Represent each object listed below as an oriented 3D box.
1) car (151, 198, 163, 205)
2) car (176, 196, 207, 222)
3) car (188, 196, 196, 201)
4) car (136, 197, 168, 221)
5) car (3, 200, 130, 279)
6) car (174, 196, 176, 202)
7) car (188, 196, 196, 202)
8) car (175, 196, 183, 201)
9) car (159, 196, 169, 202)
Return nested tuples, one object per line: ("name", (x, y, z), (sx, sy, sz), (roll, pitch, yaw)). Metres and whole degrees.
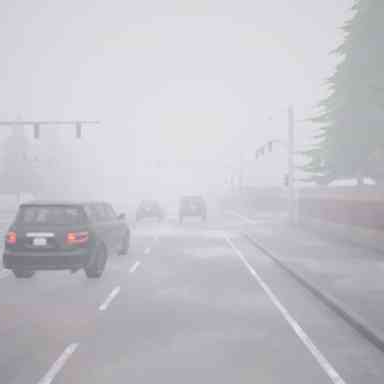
("car", (-7.018, 1.854, 67.735), (1.895, 1.301, 4.718), (0, 0, 0))
("car", (0.082, 1.320, 27.767), (2.150, 2.045, 5.566), (0, 0, 0))
("car", (-0.024, 1.786, 92.236), (1.994, 1.385, 4.181), (0, 0, 0))
("car", (-3.420, 1.448, 28.397), (2.097, 1.767, 4.553), (0, 0, 0))
("car", (-3.436, 1.257, 10.268), (2.150, 2.045, 5.566), (0, -1, 1))
("car", (-3.522, 1.793, 83.073), (1.882, 1.535, 5.008), (0, 0, 0))
("car", (-0.022, 1.815, 83.327), (1.837, 1.490, 4.892), (0, 0, 0))
("car", (-3.524, 1.758, 92.236), (2.128, 1.511, 4.902), (0, 0, 0))
("car", (-7.022, 1.837, 83.426), (2.033, 1.411, 5.357), (0, 0, 0))
